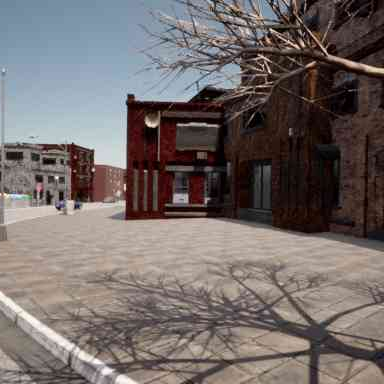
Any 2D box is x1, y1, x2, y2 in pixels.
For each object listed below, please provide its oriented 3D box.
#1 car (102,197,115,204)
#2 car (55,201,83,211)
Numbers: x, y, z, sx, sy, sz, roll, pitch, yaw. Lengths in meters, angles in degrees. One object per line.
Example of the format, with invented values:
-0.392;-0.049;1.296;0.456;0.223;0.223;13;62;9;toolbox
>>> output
-18.174;1.891;73.042;1.812;1.442;4.674;1;0;3;car
-16.275;1.793;44.340;1.895;1.301;4.718;1;0;3;car
